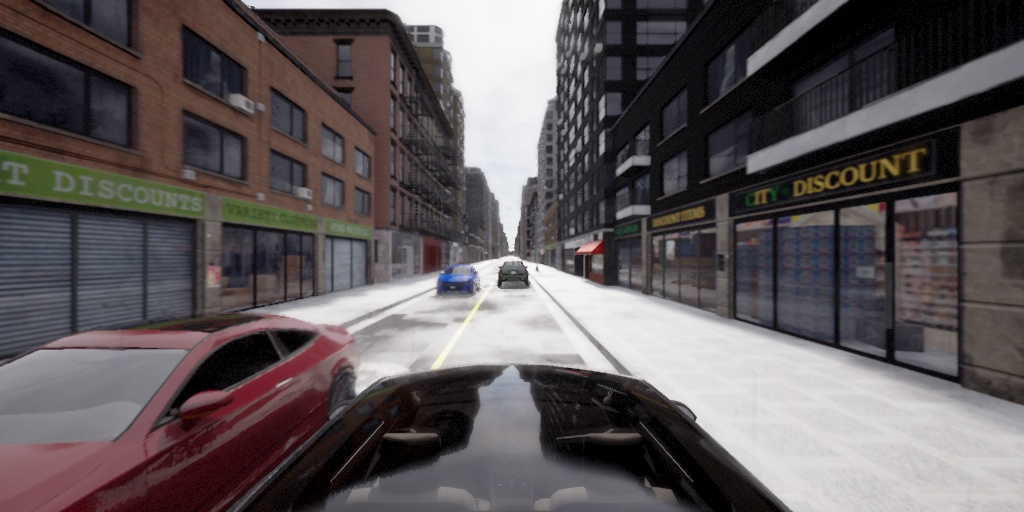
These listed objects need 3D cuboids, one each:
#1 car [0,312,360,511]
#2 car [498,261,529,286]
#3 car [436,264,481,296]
[{"bbox_3d":[-2.844,1.276,2.847,1.812,1.442,4.674,0,0,0],"label":"car"},{"bbox_3d":[0.096,1.104,25.523,2.097,1.767,4.553,0,0,0],"label":"car"},{"bbox_3d":[-2.829,1.229,19.670,1.882,1.535,5.008,0,0,0],"label":"car"}]
